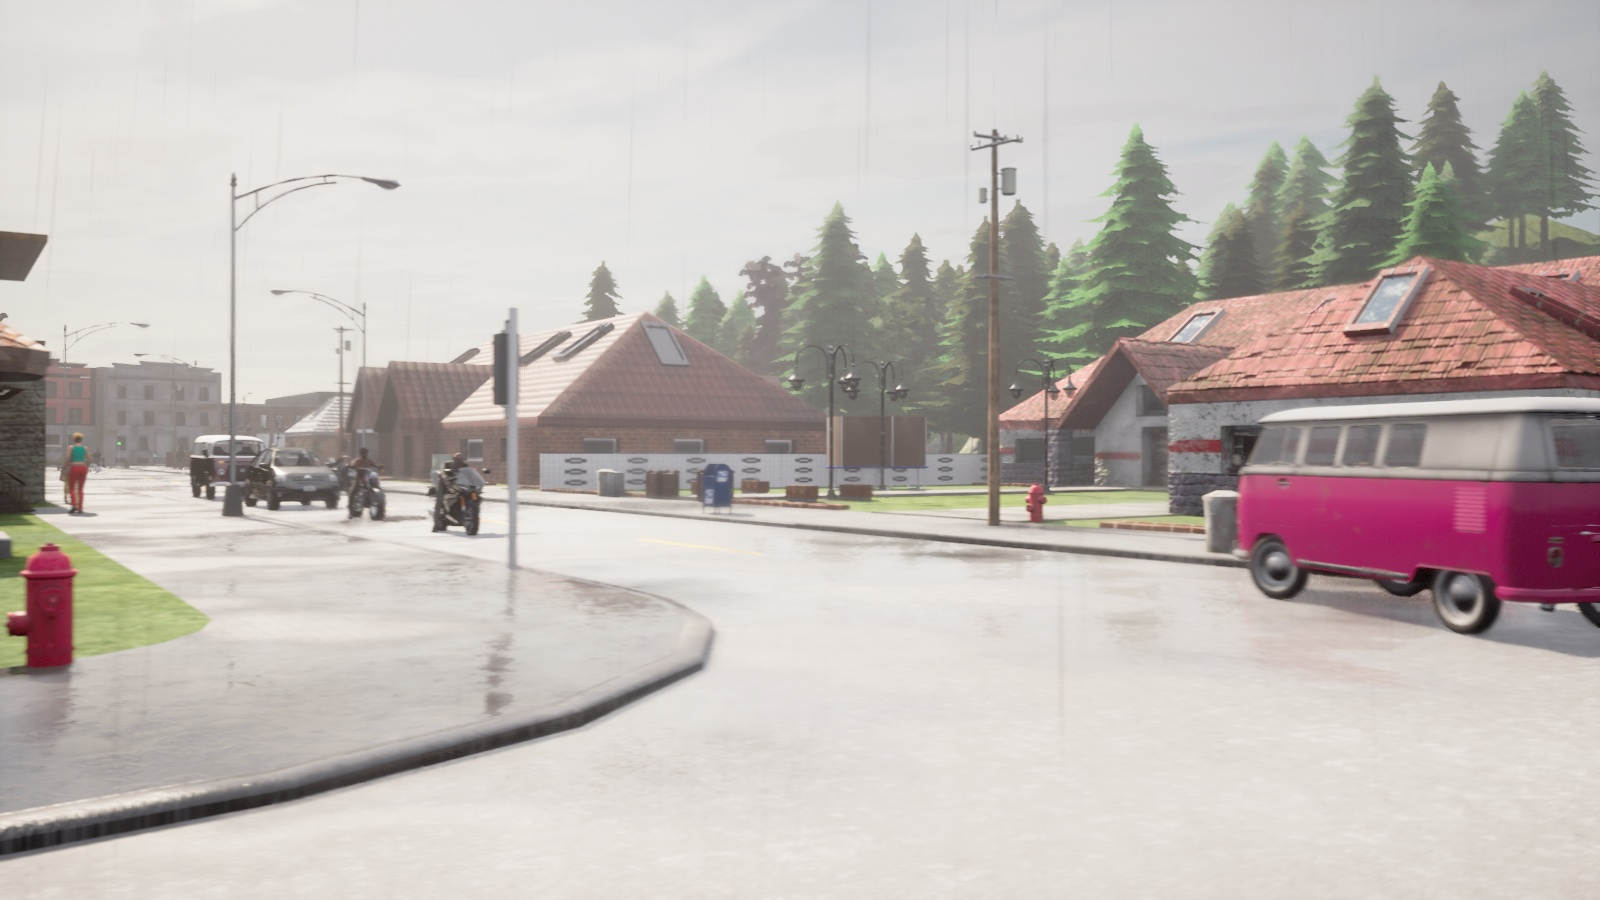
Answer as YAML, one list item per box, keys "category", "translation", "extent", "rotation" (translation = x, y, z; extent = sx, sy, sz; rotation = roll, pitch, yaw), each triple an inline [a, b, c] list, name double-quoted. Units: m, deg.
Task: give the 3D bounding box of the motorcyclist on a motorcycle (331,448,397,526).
- category: "motorcyclist on a motorcycle"
  translation: [-9.671, 0.781, 27.816]
  extent: [0.766, 1.649, 2.350]
  rotation: [0, 0, -35]

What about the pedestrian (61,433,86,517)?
- category: "pedestrian"
  translation: [-16.231, 0.555, 28.040]
  extent: [0.345, 1.836, 0.594]
  rotation: [0, 0, -45]

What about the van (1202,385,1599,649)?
- category: "van"
  translation: [5.802, 0.513, 11.813]
  extent: [1.775, 1.987, 4.442]
  rotation: [0, 0, -14]

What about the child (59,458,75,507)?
- category: "child"
  translation: [-19.401, 0.854, 33.232]
  extent: [0.270, 1.263, 0.437]
  rotation: [0, 0, -18]

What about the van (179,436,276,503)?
- category: "van"
  translation: [-18.515, 0.603, 40.498]
  extent: [2.069, 2.038, 4.480]
  rotation: [0, 0, -35]

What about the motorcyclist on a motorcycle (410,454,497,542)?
- category: "motorcyclist on a motorcycle"
  translation: [-6.406, 0.848, 23.132]
  extent: [0.866, 1.530, 2.191]
  rotation: [0, 0, -35]

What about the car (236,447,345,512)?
- category: "car"
  translation: [-13.661, 0.751, 33.538]
  extent: [1.851, 1.617, 3.988]
  rotation: [0, 0, -35]

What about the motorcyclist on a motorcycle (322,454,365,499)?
- category: "motorcyclist on a motorcycle"
  translation: [-15.951, 0.917, 43.815]
  extent: [0.866, 1.530, 2.191]
  rotation: [0, 0, -35]
